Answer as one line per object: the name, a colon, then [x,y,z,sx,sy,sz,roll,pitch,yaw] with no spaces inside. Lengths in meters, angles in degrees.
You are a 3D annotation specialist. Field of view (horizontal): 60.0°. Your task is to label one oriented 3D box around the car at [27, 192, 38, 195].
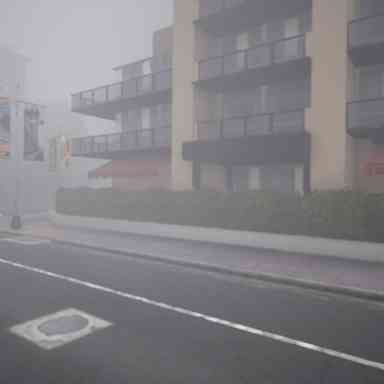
car: [-36.733,0.554,72.912,4.892,1.521,2.231,1,1,36]
